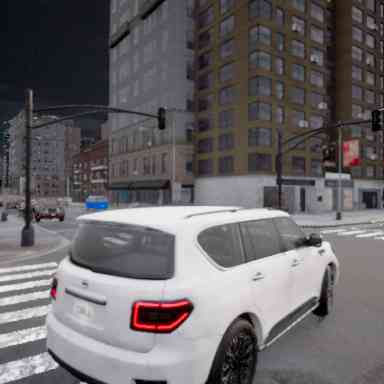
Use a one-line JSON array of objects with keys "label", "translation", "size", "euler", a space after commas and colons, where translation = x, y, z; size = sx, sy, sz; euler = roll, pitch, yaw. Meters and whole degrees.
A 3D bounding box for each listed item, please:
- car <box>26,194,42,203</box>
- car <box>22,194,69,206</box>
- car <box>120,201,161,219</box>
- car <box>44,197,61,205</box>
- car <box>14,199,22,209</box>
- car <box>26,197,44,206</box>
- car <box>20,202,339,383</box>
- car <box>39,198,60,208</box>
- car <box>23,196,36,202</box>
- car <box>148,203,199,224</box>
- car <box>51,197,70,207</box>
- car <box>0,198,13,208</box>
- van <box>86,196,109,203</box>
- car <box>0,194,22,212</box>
[{"label": "car", "translation": [-34.186, 1.353, 71.938], "size": [2.192, 1.841, 5.009], "euler": [0, 0, -35]}, {"label": "car", "translation": [-11.334, 1.300, 25.691], "size": [2.192, 1.841, 5.009], "euler": [0, 0, -35]}, {"label": "car", "translation": [-4.781, 1.581, 30.322], "size": [2.008, 1.369, 4.403], "euler": [0, 0, -35]}, {"label": "car", "translation": [-24.385, 1.616, 58.065], "size": [1.802, 1.307, 4.206], "euler": [0, 0, -35]}, {"label": "car", "translation": [-14.602, 1.551, 30.315], "size": [1.947, 1.339, 4.313], "euler": [0, 0, -35]}, {"label": "car", "translation": [-27.066, 1.584, 57.300], "size": [1.994, 1.385, 4.181], "euler": [0, 0, -35]}, {"label": "car", "translation": [0.601, 1.224, 5.328], "size": [2.150, 2.045, 5.566], "euler": [0, 0, 38]}, {"label": "car", "translation": [-21.111, 1.619, 49.043], "size": [1.895, 1.301, 4.718], "euler": [0, 0, -35]}, {"label": "car", "translation": [-37.454, 1.590, 76.561], "size": [2.008, 1.369, 4.403], "euler": [0, 0, -35]}, {"label": "car", "translation": [-1.513, 1.595, 25.697], "size": [1.947, 1.339, 4.313], "euler": [0, 0, -35]}, {"label": "car", "translation": [-21.216, 1.559, 53.580], "size": [1.752, 1.417, 4.829], "euler": [0, 0, -35]}, {"label": "car", "translation": [-27.672, 1.539, 48.811], "size": [2.008, 1.369, 4.403], "euler": [0, 0, -35]}, {"label": "van", "translation": [-11.315, 1.372, 39.570], "size": [1.690, 1.788, 3.998], "euler": [0, 0, -35]}, {"label": "car", "translation": [-21.136, 1.302, 39.564], "size": [2.192, 1.841, 5.009], "euler": [0, 0, -35]}]
